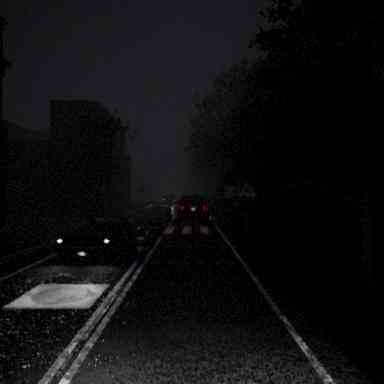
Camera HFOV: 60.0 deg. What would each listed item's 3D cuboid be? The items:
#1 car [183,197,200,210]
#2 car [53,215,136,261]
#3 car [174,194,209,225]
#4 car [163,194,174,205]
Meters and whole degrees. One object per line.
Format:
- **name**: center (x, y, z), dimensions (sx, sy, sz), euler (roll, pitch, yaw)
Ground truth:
- **car**: center (-0.053, 1.432, 42.825), dimensions (2.033, 1.411, 5.357), euler (0, 0, 0)
- **car**: center (-3.368, 1.588, 12.407), dimensions (1.895, 1.301, 4.718), euler (0, 0, 0)
- **car**: center (0.059, 1.179, 23.920), dimensions (2.150, 2.045, 5.566), euler (0, 0, 0)
- **car**: center (-3.565, 1.183, 53.910), dimensions (2.097, 1.767, 4.553), euler (0, 0, 0)
